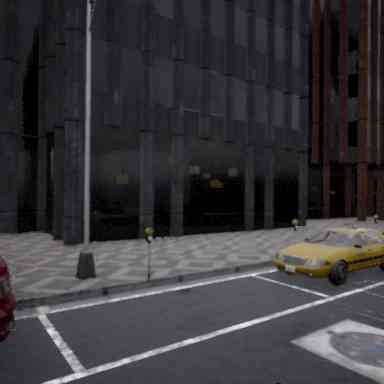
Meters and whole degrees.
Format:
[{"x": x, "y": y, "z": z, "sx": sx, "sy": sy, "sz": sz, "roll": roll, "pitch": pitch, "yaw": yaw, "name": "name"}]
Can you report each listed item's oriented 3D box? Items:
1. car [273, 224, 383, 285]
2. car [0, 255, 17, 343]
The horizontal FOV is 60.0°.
[{"x": 4.457, "y": 1.645, "z": 9.831, "sx": 4.829, "sy": 1.417, "sz": 1.752, "roll": 1, "pitch": -1, "yaw": -36, "name": "car"}, {"x": -4.578, "y": 1.290, "z": 3.383, "sx": 5.009, "sy": 1.841, "sz": 2.192, "roll": 1, "pitch": -1, "yaw": -36, "name": "car"}]
